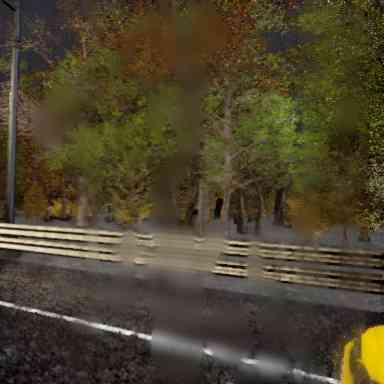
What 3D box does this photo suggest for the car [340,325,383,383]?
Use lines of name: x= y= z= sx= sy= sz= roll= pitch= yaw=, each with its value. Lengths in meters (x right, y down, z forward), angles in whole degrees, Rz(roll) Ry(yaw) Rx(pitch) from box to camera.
car: x=4.015 y=1.619 z=2.412 sx=5.366 sy=1.575 sz=1.801 roll=0 pitch=-2 yaw=27
